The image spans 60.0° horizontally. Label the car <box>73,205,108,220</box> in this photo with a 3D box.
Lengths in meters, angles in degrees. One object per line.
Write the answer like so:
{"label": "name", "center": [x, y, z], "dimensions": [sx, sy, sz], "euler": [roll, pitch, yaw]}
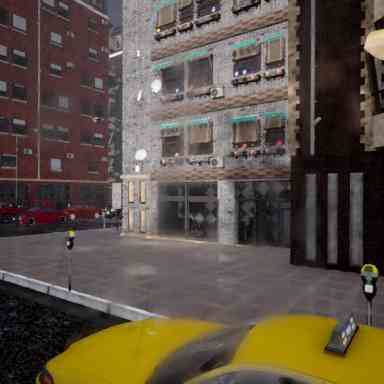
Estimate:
{"label": "car", "center": [-10.813, 1.923, 32.266], "dimensions": [1.887, 1.381, 4.507], "euler": [-1, -2, 35]}

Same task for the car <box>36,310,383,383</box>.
{"label": "car", "center": [0.771, 1.525, 2.326], "dimensions": [4.829, 1.417, 1.752], "euler": [0, 0, 36]}

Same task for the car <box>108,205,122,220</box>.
{"label": "car", "center": [-6.407, 1.682, 33.972], "dimensions": [2.150, 2.045, 5.566], "euler": [0, -1, 35]}

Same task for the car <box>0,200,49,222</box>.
{"label": "car", "center": [-14.111, 1.591, 27.628], "dimensions": [2.192, 1.841, 5.009], "euler": [-1, -2, 35]}

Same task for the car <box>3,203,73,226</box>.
{"label": "car", "center": [-11.964, 1.851, 26.152], "dimensions": [1.994, 1.385, 4.181], "euler": [0, -1, 35]}
